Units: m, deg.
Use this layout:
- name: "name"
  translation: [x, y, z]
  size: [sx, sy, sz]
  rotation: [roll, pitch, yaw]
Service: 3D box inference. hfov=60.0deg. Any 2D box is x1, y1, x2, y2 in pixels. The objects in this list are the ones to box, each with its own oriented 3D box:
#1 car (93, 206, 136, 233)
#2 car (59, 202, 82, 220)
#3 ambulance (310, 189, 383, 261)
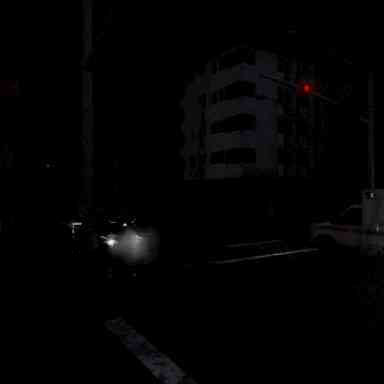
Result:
- name: "car"
  translation: [-5.230, 1.681, 21.539]
  size: [1.837, 1.490, 4.892]
  rotation: [0, 0, -33]
- name: "car"
  translation: [-10.761, 1.668, 30.193]
  size: [2.128, 1.511, 4.902]
  rotation: [0, 0, -32]
- name: "ambulance"
  translation: [6.605, 1.145, 9.780]
  size: [2.351, 2.431, 6.366]
  rotation: [1, -1, -33]
